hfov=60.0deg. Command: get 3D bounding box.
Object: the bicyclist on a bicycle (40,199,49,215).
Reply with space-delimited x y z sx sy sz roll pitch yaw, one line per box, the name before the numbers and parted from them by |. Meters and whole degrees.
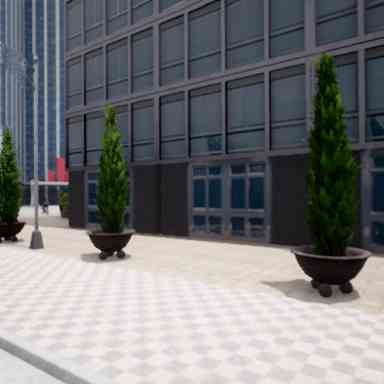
bicyclist on a bicycle | -15.452 1.604 34.749 1.656 1.620 0.582 -1 -1 35
